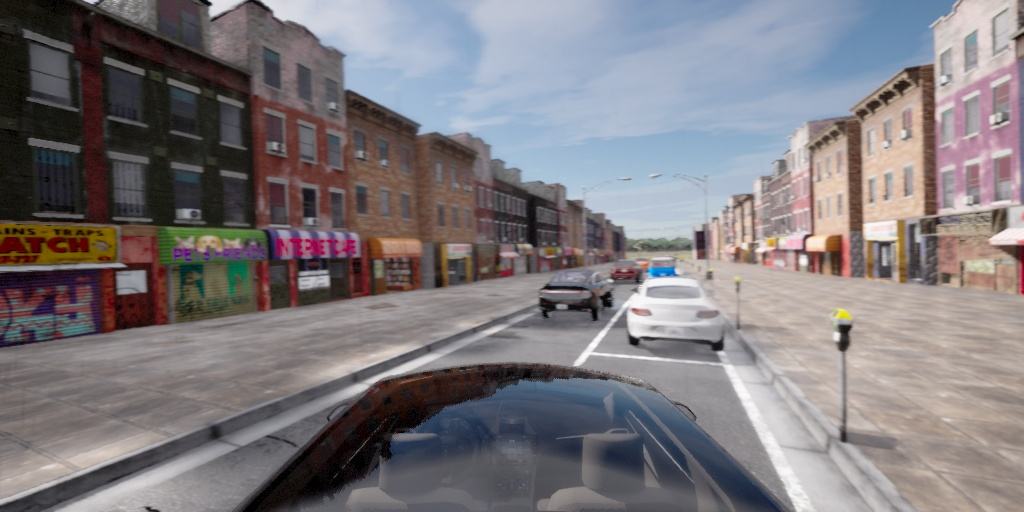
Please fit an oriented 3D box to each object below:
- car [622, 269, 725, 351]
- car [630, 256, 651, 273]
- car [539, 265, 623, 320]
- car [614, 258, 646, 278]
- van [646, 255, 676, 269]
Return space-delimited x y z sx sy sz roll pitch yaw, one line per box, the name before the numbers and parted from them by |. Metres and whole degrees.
car | 3.930 1.222 8.789 1.812 1.442 4.674 -2 0 23
car | 15.335 0.981 42.645 2.097 1.767 4.553 -2 0 23
car | 2.417 1.250 12.645 2.128 1.511 4.902 -2 0 23
car | 8.802 1.046 27.355 2.097 1.767 4.553 -2 0 24
van | 10.322 0.978 24.431 1.690 1.789 3.998 0 0 24
